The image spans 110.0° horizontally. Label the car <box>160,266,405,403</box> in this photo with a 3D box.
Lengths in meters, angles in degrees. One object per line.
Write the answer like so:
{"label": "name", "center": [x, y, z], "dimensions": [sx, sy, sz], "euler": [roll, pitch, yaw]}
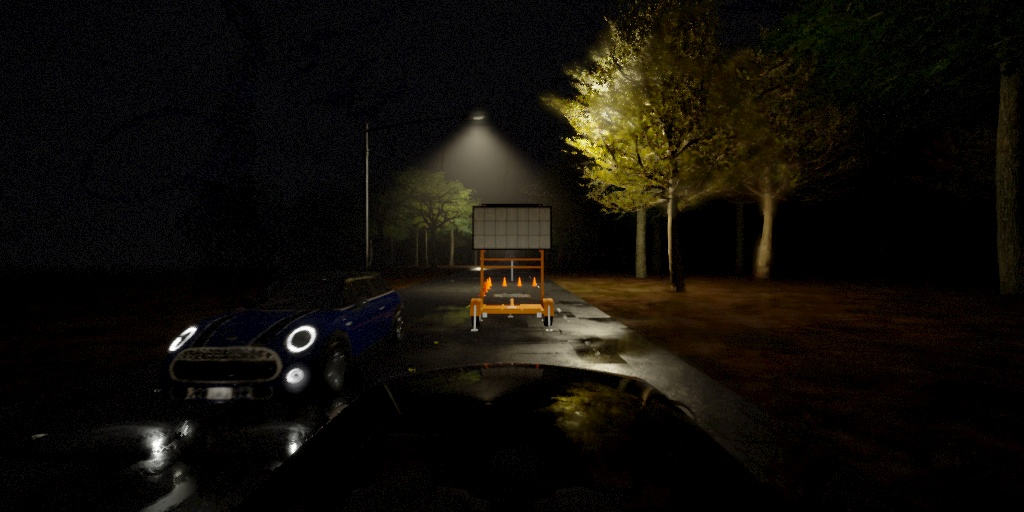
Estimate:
{"label": "car", "center": [-3.601, 1.103, 6.662], "dimensions": [2.097, 1.767, 4.553], "euler": [0, 0, 0]}

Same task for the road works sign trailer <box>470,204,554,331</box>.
{"label": "road works sign trailer", "center": [0.005, 0.218, 10.980], "dimensions": [2.380, 3.560, 2.880], "euler": [0, 0, 0]}
